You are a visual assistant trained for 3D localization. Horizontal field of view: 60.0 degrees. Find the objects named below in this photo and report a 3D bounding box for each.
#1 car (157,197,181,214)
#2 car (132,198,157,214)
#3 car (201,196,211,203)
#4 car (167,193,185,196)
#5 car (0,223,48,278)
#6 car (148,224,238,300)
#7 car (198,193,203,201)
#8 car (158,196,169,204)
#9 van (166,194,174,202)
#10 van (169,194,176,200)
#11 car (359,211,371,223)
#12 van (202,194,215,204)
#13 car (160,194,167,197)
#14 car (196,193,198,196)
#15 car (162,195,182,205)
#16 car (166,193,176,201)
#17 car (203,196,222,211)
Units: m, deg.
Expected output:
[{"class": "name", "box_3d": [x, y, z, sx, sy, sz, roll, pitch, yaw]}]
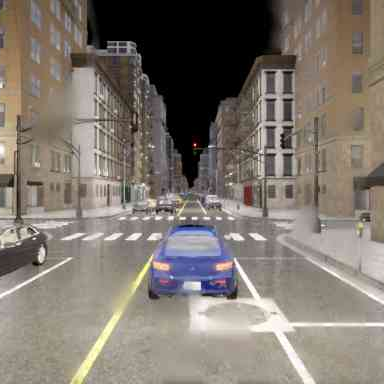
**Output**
[{"class": "car", "box_3d": [-2.748, 1.543, 36.166, 2.033, 1.411, 5.357, 0, 0, 4]}, {"class": "car", "box_3d": [-5.322, 1.547, 35.717, 2.008, 1.369, 4.403, 0, 0, 0]}, {"class": "car", "box_3d": [2.774, 1.558, 68.141, 1.947, 1.339, 4.313, 0, 0, 0]}, {"class": "car", "box_3d": [-2.695, 1.471, 56.579, 1.882, 1.535, 5.008, 0, 0, 1]}, {"class": "car", "box_3d": [-5.370, 1.550, 8.842, 2.008, 1.369, 4.403, 0, 0, 0]}, {"class": "car", "box_3d": [0.034, 1.526, 8.284, 1.812, 1.442, 4.674, 0, 0, 1]}, {"class": "car", "box_3d": [2.763, 1.307, 62.735, 2.192, 1.841, 5.009, 0, 0, 0]}, {"class": "car", "box_3d": [-5.298, 1.518, 62.578, 1.752, 1.417, 4.829, 0, 0, 0]}, {"class": "van", "box_3d": [-5.282, 1.332, 78.967, 1.690, 1.788, 3.998, 0, 0, 0]}, {"class": "van", "box_3d": [-5.272, 1.331, 89.779, 1.690, 1.788, 3.998, 0, 0, 0]}, {"class": "car", "box_3d": [15.113, 1.636, 24.042, 5.357, 1.411, 2.033, 0, 0, 0]}, {"class": "van", "box_3d": [2.728, 1.335, 46.516, 1.690, 1.788, 3.998, 0, 0, 0]}, {"class": "car", "box_3d": [-5.302, 1.433, 57.342, 1.967, 1.590, 4.097, 0, 0, 0]}, {"class": "car", "box_3d": [2.831, 1.534, 95.172, 1.887, 1.381, 4.507, 0, 0, 0]}, {"class": "car", "box_3d": [-2.719, 1.520, 46.338, 1.812, 1.442, 4.674, 0, 0, 1]}, {"class": "car", "box_3d": [-5.277, 1.305, 84.373, 2.192, 1.841, 5.009, 0, 0, 0]}, {"class": "car", "box_3d": [2.717, 1.546, 41.110, 2.008, 1.369, 4.403, 0, 0, 0]}]
